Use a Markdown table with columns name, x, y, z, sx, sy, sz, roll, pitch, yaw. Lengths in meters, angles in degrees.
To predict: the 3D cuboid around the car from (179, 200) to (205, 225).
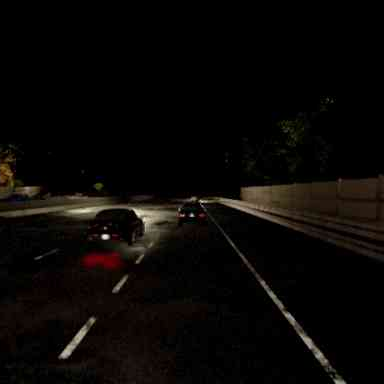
| name | x | y | z | sx | sy | sz | roll | pitch | yaw |
| --- | --- | --- | --- | --- | --- | --- | --- | --- | --- |
| car | -0.001 | 1.567 | 24.010 | 2.033 | 1.411 | 5.357 | 0 | 0 | 0 |

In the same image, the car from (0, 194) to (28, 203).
| name | x | y | z | sx | sy | sz | roll | pitch | yaw |
| --- | --- | --- | --- | --- | --- | --- | --- | --- | --- |
| car | -28.035 | 1.315 | 53.113 | 2.150 | 2.045 | 5.566 | 0 | 0 | 1 |

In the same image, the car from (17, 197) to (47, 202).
| name | x | y | z | sx | sy | sz | roll | pitch | yaw |
| --- | --- | --- | --- | --- | --- | --- | --- | --- | --- |
| car | -21.030 | 1.668 | 44.711 | 1.895 | 1.301 | 4.718 | 0 | 0 | 1 |

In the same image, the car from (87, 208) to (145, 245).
| name | x | y | z | sx | sy | sz | roll | pitch | yaw |
| --- | --- | --- | --- | --- | --- | --- | --- | --- | --- |
| car | -3.401 | 1.513 | 15.473 | 1.837 | 1.490 | 4.892 | 0 | 0 | 0 |

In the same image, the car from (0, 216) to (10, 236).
| name | x | y | z | sx | sy | sz | roll | pitch | yaw |
| --- | --- | --- | --- | --- | --- | --- | --- | --- | --- |
| car | -10.399 | 1.500 | 15.417 | 2.128 | 1.511 | 4.902 | 0 | 0 | 0 |

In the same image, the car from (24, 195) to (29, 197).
| name | x | y | z | sx | sy | sz | roll | pitch | yaw |
| --- | --- | --- | --- | --- | --- | --- | --- | --- | --- |
| car | -24.543 | 1.617 | 53.309 | 1.812 | 1.442 | 4.674 | 0 | 0 | 1 |

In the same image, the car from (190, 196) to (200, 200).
| name | x | y | z | sx | sy | sz | roll | pitch | yaw |
| --- | --- | --- | --- | --- | --- | --- | --- | --- | --- |
| car | 0.740 | 1.695 | 78.670 | 1.812 | 1.442 | 4.674 | 0 | 0 | 8 |
